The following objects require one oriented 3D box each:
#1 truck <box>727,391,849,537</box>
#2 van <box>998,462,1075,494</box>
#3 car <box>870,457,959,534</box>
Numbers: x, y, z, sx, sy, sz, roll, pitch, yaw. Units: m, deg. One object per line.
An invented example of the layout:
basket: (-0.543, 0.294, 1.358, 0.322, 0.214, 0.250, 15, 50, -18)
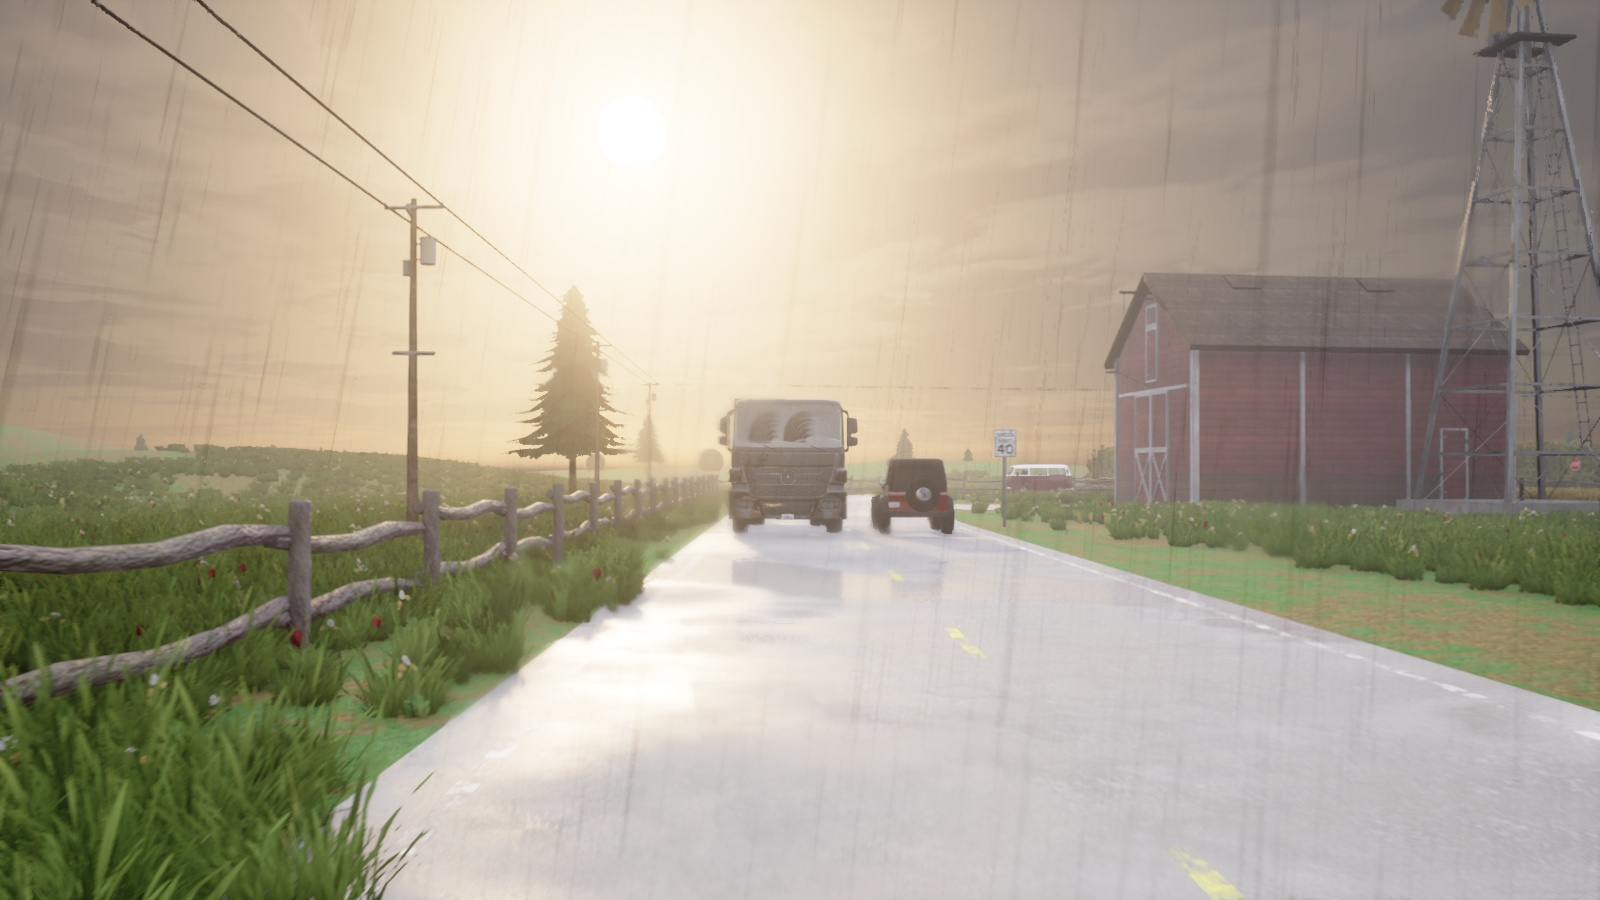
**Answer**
truck: (-0.321, 0.395, 33.955, 2.891, 3.462, 7.936, 0, -1, -1)
van: (15.298, 1.819, 81.312, 4.480, 2.038, 2.069, 0, -1, -6)
car: (2.897, 1.136, 32.552, 1.905, 1.878, 3.866, 0, -1, -1)
